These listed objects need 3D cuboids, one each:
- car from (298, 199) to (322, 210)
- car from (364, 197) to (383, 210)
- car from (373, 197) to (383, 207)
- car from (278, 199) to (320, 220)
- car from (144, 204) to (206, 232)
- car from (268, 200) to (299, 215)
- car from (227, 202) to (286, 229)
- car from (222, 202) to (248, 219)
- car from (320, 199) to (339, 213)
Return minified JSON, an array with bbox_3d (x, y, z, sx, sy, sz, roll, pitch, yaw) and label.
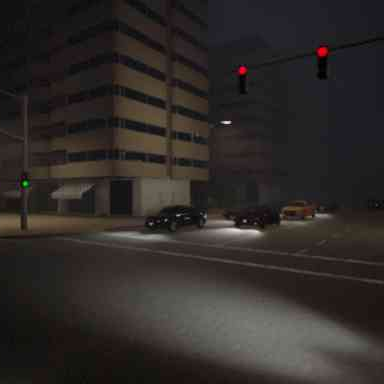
[{"bbox_3d":[15.902,1.633,44.701,1.994,1.385,4.181,0,0,36],"label":"car"},{"bbox_3d":[23.595,1.605,43.180,2.033,1.411,5.357,0,0,34],"label":"car"},{"bbox_3d":[29.794,1.549,51.975,2.128,1.511,4.902,0,0,35],"label":"car"},{"bbox_3d":[9.578,1.542,29.717,1.882,1.535,5.008,0,0,35],"label":"car"},{"bbox_3d":[-0.939,1.575,20.875,1.837,1.490,4.892,0,0,35],"label":"car"},{"bbox_3d":[10.117,1.634,36.532,1.994,1.385,4.181,0,0,36],"label":"car"},{"bbox_3d":[4.435,1.628,22.425,1.994,1.385,4.181,0,0,35],"label":"car"},{"bbox_3d":[4.674,1.617,28.837,2.033,1.411,5.357,0,0,35],"label":"car"},{"bbox_3d":[15.545,1.555,38.158,2.128,1.511,4.902,0,0,35],"label":"car"}]
